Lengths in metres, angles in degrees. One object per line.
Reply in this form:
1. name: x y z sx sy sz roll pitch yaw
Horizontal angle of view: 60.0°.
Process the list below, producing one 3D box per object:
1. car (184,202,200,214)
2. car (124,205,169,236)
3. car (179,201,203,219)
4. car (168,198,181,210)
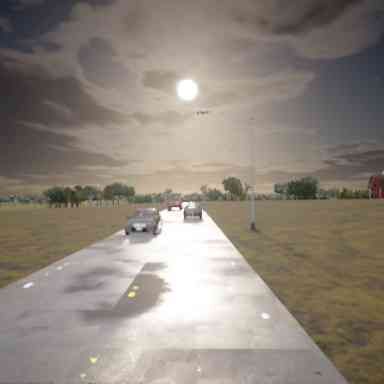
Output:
1. car: 0.057 2.136 44.267 2.033 1.411 5.357 0 -1 1
2. car: -2.847 1.752 20.360 2.128 1.511 4.902 0 -1 0
3. car: 0.088 1.932 34.211 2.128 1.511 4.902 0 -1 0
4. car: -2.823 2.029 56.004 2.150 2.045 5.566 0 -1 0
